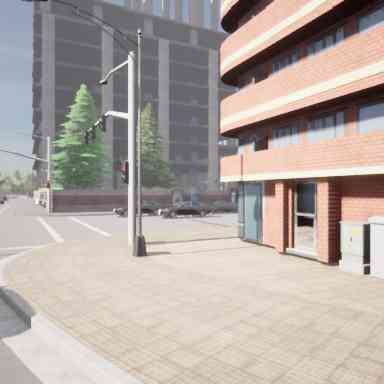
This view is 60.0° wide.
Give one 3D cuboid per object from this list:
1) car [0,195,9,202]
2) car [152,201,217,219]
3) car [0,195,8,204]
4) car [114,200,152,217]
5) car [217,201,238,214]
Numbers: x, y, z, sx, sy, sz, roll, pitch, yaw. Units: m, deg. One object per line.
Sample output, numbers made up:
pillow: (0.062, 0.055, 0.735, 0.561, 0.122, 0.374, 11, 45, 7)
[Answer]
car: (-42.448, 1.475, 74.912, 1.837, 1.490, 4.892, 0, 0, -27)
car: (-0.641, 1.540, 29.819, 4.902, 1.511, 2.128, 0, 0, -27)
car: (-34.656, 1.581, 59.847, 1.895, 1.301, 4.718, 0, 0, -27)
car: (-4.945, 1.539, 31.578, 4.902, 1.511, 2.128, 0, 0, -27)
car: (3.022, 1.613, 35.572, 4.181, 1.385, 1.994, 0, 0, -27)
